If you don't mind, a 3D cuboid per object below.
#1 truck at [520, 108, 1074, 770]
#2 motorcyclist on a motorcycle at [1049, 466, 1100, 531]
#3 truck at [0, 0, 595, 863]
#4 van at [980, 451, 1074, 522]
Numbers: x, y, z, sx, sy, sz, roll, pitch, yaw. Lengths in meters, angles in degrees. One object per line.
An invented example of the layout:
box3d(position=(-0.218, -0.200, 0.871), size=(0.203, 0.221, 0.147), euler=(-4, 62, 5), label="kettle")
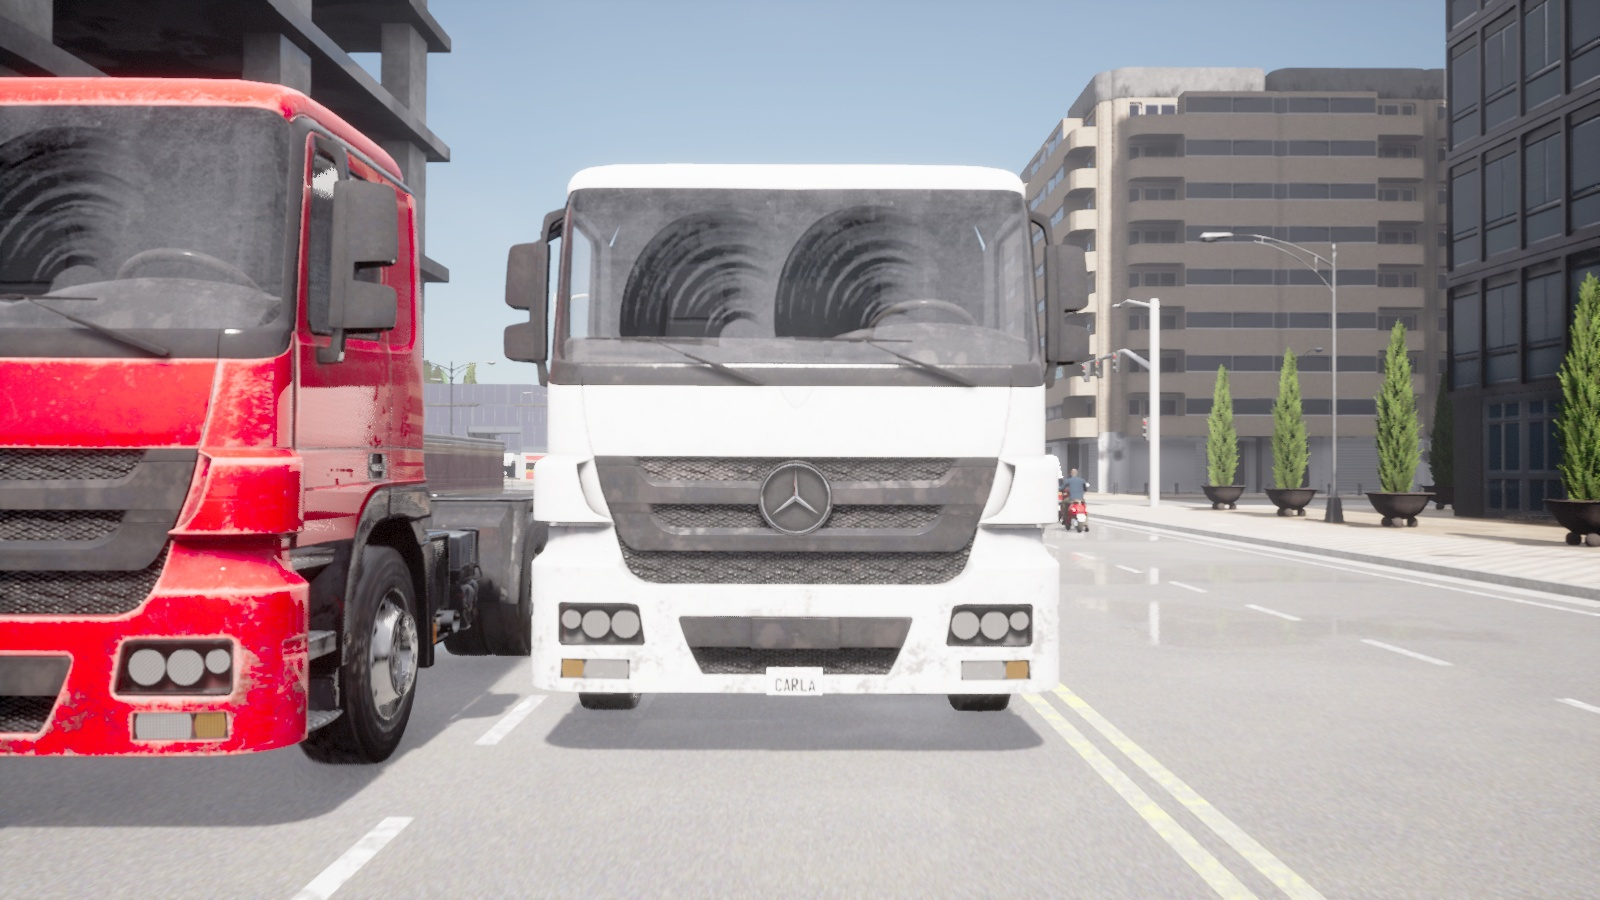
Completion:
box3d(position=(-0.029, -0.012, 10.553), size=(2.891, 3.462, 7.936), euler=(0, -1, 0), label="truck")
box3d(position=(6.923, 1.215, 31.727), size=(0.866, 1.590, 1.817), euler=(0, -1, 0), label="motorcyclist on a motorcycle")
box3d(position=(-3.545, -0.021, 9.001), size=(2.891, 3.462, 7.936), euler=(0, -1, 0), label="truck")
box3d(position=(6.906, 1.090, 38.682), size=(2.069, 2.038, 4.480), euler=(0, -1, 0), label="van")
